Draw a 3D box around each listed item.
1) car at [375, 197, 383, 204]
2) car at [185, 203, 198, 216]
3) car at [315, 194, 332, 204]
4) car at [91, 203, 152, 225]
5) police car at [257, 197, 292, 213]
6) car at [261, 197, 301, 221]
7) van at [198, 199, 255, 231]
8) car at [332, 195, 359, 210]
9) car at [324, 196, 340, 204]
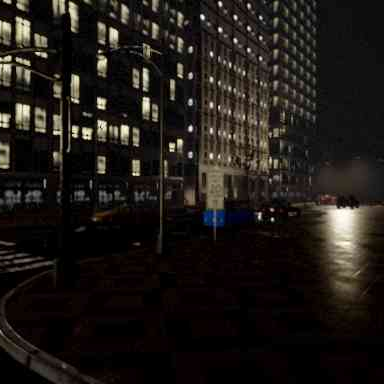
[{"bbox_3d":[37.918,1.649,66.719,1.947,1.339,4.313,0,0,38],"label":"car"},{"bbox_3d":[1.102,1.583,31.878,1.802,1.307,4.206,0,0,38],"label":"car"},{"bbox_3d":[24.884,1.361,62.721,2.192,1.841,5.009,0,0,38],"label":"car"},{"bbox_3d":[-5.013,1.519,24.161,1.752,1.417,4.829,0,0,38],"label":"car"},{"bbox_3d":[9.724,1.442,38.859,1.930,1.638,5.238,0,0,38],"label":"police car"},{"bbox_3d":[7.342,1.461,27.065,1.967,1.590,4.097,0,0,38],"label":"car"},{"bbox_3d":[2.374,1.356,20.441,1.690,1.788,3.998,0,0,38],"label":"van"},{"bbox_3d":[20.932,1.358,44.690,2.192,1.841,5.009,0,0,38],"label":"car"},{"bbox_3d":[28.281,1.605,67.126,2.008,1.369,4.403,0,0,38],"label":"car"}]
